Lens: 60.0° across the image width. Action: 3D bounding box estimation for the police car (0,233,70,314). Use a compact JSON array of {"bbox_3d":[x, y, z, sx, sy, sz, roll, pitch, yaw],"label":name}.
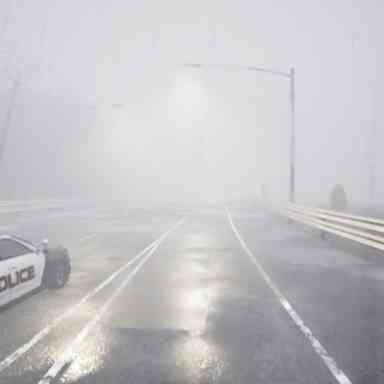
[{"bbox_3d":[-4.010,1.458,6.110,2.038,1.542,4.974,0,0,5],"label":"police car"}]
